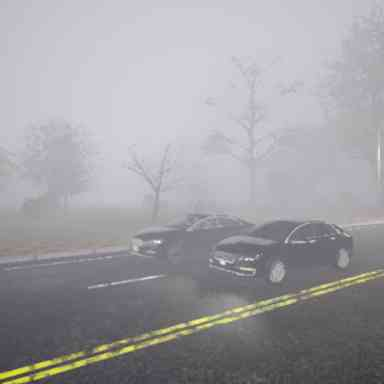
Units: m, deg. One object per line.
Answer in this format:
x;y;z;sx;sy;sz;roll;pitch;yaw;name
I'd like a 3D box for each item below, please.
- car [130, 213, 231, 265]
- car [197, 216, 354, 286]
0.237;1.507;11.798;4.902;1.511;2.128;0;0;-35;car
2.746;1.524;9.590;4.892;1.490;1.837;1;-1;-35;car
